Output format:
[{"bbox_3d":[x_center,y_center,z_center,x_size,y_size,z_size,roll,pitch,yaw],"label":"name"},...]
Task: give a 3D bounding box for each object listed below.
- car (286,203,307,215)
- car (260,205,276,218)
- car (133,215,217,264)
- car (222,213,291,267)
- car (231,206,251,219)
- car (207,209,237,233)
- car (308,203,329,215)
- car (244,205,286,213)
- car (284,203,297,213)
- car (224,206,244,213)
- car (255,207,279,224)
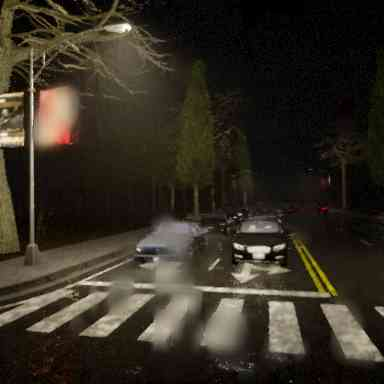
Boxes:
[{"bbox_3d":[14.138,2.456,45.901,2.033,1.411,5.357,-1,-2,14],"label":"car"},{"bbox_3d":[9.507,2.371,41.217,1.812,1.442,4.674,-1,-1,14],"label":"car"},{"bbox_3d":[-0.533,1.877,13.483,2.033,1.411,5.357,-1,-1,13],"label":"car"},{"bbox_3d":[2.625,1.762,12.665,2.128,1.511,4.902,-1,-1,13],"label":"car"},{"bbox_3d":[6.063,2.442,40.813,1.994,1.385,4.181,-1,-1,14],"label":"car"},{"bbox_3d":[1.625,2.066,22.467,1.994,1.385,4.181,-1,-1,14],"label":"car"},{"bbox_3d":[17.307,2.357,45.202,1.837,1.490,4.892,-1,-2,13],"label":"car"},{"bbox_3d":[4.761,1.795,21.621,2.097,1.767,4.553,-1,-1,13],"label":"car"},{"bbox_3d":[16.530,2.651,55.872,1.837,1.490,4.892,-1,-2,13],"label":"car"},{"bbox_3d":[3.693,2.178,31.075,1.837,1.490,4.892,-1,-1,14],"label":"car"},{"bbox_3d":[7.112,2.201,31.388,1.994,1.385,4.181,-1,-1,14],"label":"car"}]
